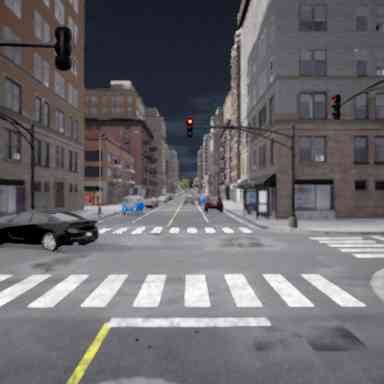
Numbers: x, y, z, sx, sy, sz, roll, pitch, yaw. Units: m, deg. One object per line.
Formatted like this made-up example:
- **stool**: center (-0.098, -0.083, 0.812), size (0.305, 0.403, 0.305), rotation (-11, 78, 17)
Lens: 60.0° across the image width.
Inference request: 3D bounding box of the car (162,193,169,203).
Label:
- **car**: center (-5.923, 1.436, 64.372), size (1.752, 1.417, 4.829), rotation (0, 0, 0)

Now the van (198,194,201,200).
- **van**: center (2.253, 1.269, 53.796), size (1.690, 1.788, 3.998), rotation (0, 0, 0)

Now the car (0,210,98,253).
- **car**: center (-6.240, 1.475, 13.711), size (5.008, 1.535, 1.882), rotation (0, -1, 23)

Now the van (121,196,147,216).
- **van**: center (-5.666, 1.297, 32.104), size (1.690, 1.788, 3.998), rotation (0, 0, 0)

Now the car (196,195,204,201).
- **car**: center (2.005, 1.415, 80.997), size (1.752, 1.417, 4.829), rotation (0, 0, 0)

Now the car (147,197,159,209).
- **car**: center (-5.752, 1.507, 42.917), size (1.947, 1.339, 4.313), rotation (0, 0, 0)

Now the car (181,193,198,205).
- **car**: center (-0.413, 1.414, 57.267), size (2.128, 1.511, 4.902), rotation (0, 0, 0)

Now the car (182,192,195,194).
- **car**: center (-0.548, 1.390, 67.358), size (1.882, 1.535, 5.008), rotation (0, 0, 0)

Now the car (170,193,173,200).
- **car**: center (-6.010, 1.461, 75.353), size (1.947, 1.339, 4.313), rotation (0, 0, 0)

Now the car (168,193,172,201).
- **car**: center (-5.967, 1.454, 69.947), size (2.008, 1.369, 4.403), rotation (0, 0, 0)

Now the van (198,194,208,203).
- **van**: center (2.155, 1.254, 64.609), size (1.690, 1.788, 3.998), rotation (0, 0, 0)

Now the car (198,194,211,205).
- **car**: center (2.204, 1.236, 59.203), size (2.192, 1.841, 5.009), rotation (0, 0, 0)

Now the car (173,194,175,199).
- **car**: center (-6.053, 1.202, 80.759), size (2.192, 1.841, 5.009), rotation (0, 0, 0)

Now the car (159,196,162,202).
- **car**: center (-5.795, 1.478, 48.323), size (1.887, 1.381, 4.507), rotation (0, 0, 0)

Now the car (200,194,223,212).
- **car**: center (2.402, 1.266, 37.578), size (2.192, 1.841, 5.009), rotation (0, 0, 0)
